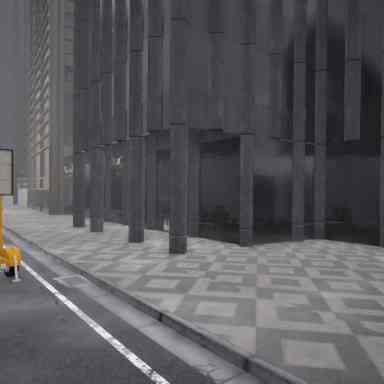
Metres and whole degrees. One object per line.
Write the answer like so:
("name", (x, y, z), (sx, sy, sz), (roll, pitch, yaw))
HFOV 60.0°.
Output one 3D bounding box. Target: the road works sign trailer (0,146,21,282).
("road works sign trailer", (-6.148, 0.503, 8.867), (2.380, 3.560, 2.880), (0, 0, -42))
